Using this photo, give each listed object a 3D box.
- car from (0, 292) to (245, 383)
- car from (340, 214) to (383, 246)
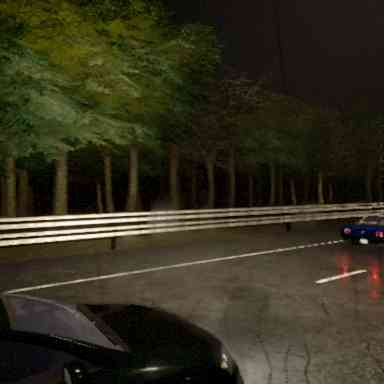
[{"bbox_3d":[-1.565,1.558,2.588,4.181,1.385,1.994,0,0,-35],"label":"car"},{"bbox_3d":[8.215,1.522,13.513,4.718,1.301,1.895,0,0,-33],"label":"car"}]
